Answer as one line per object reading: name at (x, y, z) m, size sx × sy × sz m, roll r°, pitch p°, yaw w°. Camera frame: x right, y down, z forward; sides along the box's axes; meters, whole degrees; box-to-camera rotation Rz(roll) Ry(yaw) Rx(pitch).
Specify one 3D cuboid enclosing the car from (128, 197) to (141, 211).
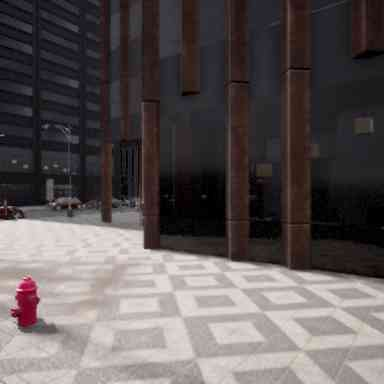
car at (-4.730, 1.435, 38.240) m, size 2.008 × 1.369 × 4.403 m, roll 0°, pitch 0°, yaw 36°

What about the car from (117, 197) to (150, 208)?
car at (-8.360, 1.443, 47.767) m, size 2.008 × 1.369 × 4.403 m, roll 0°, pitch 0°, yaw 36°

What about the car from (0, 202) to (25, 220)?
car at (-14.591, 1.366, 24.606) m, size 1.967 × 1.590 × 4.097 m, roll 0°, pitch 0°, yaw 36°

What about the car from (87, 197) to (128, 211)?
car at (-10.481, 1.429, 40.284) m, size 1.812 × 1.442 × 4.674 m, roll 0°, pitch 0°, yaw 36°

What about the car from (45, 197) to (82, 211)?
car at (-14.935, 1.360, 38.676) m, size 1.967 × 1.590 × 4.097 m, roll 0°, pitch 0°, yaw 36°

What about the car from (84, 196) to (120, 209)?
car at (-11.648, 1.346, 43.222) m, size 1.967 × 1.590 × 4.097 m, roll 0°, pitch 0°, yaw 36°
